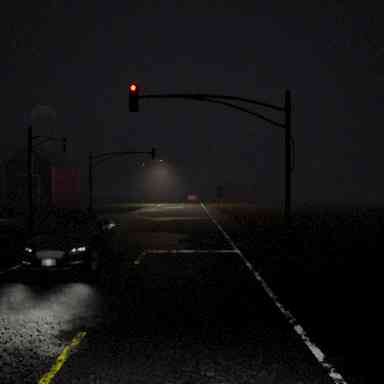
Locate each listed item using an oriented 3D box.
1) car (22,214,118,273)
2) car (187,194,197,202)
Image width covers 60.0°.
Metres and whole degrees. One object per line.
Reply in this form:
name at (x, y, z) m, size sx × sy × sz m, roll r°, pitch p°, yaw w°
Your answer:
car at (-3.651, 1.489, 10.743) m, size 2.128 × 1.511 × 4.902 m, roll 0°, pitch 0°, yaw -2°
car at (0.002, 1.268, 76.618) m, size 2.097 × 1.767 × 4.553 m, roll 0°, pitch 0°, yaw 0°
